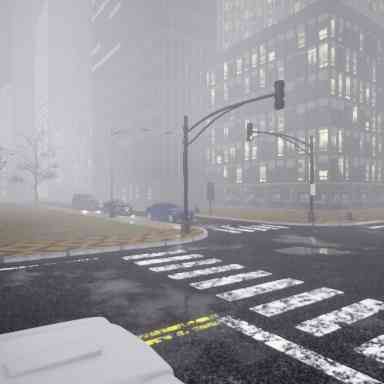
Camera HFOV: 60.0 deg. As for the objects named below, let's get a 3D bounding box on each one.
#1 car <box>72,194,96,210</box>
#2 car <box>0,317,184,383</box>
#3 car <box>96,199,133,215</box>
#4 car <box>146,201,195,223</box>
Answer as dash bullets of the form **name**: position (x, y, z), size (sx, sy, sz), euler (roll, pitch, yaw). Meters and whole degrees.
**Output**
- **car**: position (-13.827, 1.232, 42.912), size (2.150, 2.045, 5.566), euler (0, 0, -35)
- **car**: position (-2.251, 1.601, 1.838), size (4.718, 1.301, 1.895), euler (0, 0, -36)
- **car**: position (-7.738, 1.502, 34.271), size (2.128, 1.511, 4.902), euler (0, 0, -35)
- **car**: position (-1.761, 1.489, 25.811), size (1.882, 1.535, 5.008), euler (0, 0, -36)
